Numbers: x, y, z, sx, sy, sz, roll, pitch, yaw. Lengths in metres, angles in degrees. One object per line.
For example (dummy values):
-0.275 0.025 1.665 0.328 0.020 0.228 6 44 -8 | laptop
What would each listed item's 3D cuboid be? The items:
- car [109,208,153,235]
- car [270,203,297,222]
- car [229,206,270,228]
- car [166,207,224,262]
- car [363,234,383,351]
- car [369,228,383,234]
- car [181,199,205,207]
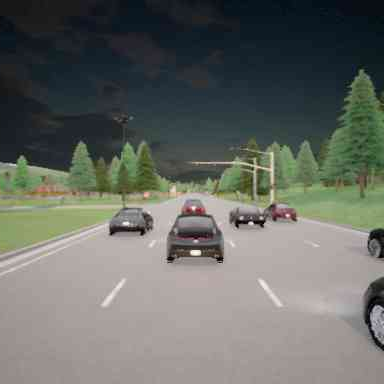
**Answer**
-3.386 1.601 19.108 1.994 1.385 4.181 0 0 0 | car
7.120 1.580 27.035 1.812 1.442 4.674 0 0 0 | car
3.617 1.646 22.558 1.895 1.301 4.718 0 0 0 | car
0.110 1.531 12.235 1.837 1.490 4.892 0 0 0 | car
3.604 1.512 3.290 1.837 1.490 4.892 0 0 0 | car
7.107 1.511 9.813 2.128 1.511 4.902 0 0 0 | car
0.121 1.412 29.717 2.097 1.767 4.553 0 0 0 | car
